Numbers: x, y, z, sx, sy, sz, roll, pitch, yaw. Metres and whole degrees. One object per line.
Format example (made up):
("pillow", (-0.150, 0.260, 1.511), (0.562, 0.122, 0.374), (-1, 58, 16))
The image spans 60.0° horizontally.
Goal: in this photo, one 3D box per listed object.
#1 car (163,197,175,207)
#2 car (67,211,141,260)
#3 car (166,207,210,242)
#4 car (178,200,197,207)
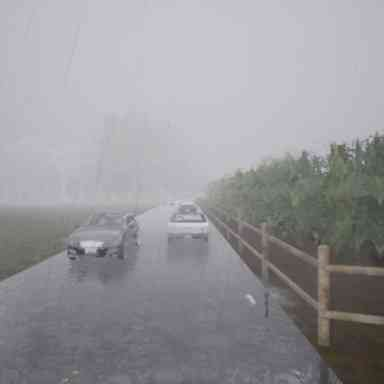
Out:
("car", (-3.670, 1.606, 53.746), (2.128, 1.511, 4.902), (0, 0, 0))
("car", (-3.080, 1.498, 12.451), (2.128, 1.511, 4.902), (0, 0, -1))
("car", (-0.187, 1.612, 16.303), (1.895, 1.301, 4.718), (0, 0, -1))
("car", (-0.451, 1.571, 34.092), (1.812, 1.442, 4.674), (0, 0, -1))
